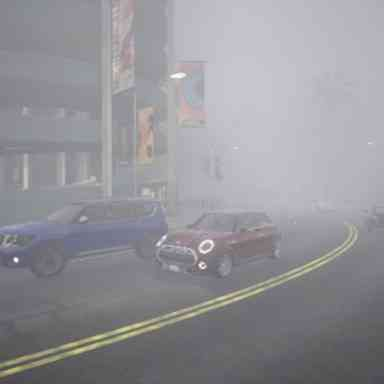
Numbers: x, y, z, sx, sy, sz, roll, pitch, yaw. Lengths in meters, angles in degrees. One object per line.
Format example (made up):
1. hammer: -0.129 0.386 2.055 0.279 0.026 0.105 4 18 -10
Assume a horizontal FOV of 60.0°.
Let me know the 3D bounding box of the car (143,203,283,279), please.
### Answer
1. car: 0.984 1.361 10.267 2.097 1.767 4.553 0 0 41

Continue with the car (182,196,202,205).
1. car: -0.113 1.619 59.877 2.033 1.411 5.357 0 0 -24

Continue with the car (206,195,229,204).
1. car: 4.180 1.544 58.799 2.128 1.511 4.902 0 0 -23

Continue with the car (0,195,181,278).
1. car: -3.224 1.249 10.727 5.566 2.045 2.150 0 0 -44

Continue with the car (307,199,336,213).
1. car: 14.374 1.508 37.039 1.812 1.442 4.674 0 0 -1

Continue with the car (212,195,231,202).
1. car: 6.883 1.542 77.612 2.231 1.521 4.892 0 0 -24

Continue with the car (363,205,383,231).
1. car: 11.274 1.501 19.658 1.812 1.442 4.674 0 0 24
